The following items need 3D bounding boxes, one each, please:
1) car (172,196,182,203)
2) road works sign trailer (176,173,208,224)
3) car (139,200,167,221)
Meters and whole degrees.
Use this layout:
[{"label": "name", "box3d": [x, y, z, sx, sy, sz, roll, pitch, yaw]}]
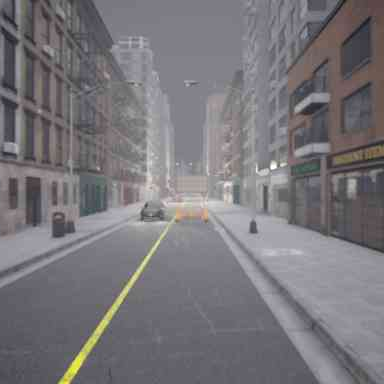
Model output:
[{"label": "car", "box3d": [-3.018, 1.456, 67.623, 1.994, 1.385, 4.181, 0, 0, 0]}, {"label": "road works sign trailer", "box3d": [0.001, 0.446, 24.328, 2.380, 3.560, 2.880, 0, 0, 0]}, {"label": "car", "box3d": [-3.102, 1.482, 27.246, 1.837, 1.490, 4.892, 0, 0, 0]}]
